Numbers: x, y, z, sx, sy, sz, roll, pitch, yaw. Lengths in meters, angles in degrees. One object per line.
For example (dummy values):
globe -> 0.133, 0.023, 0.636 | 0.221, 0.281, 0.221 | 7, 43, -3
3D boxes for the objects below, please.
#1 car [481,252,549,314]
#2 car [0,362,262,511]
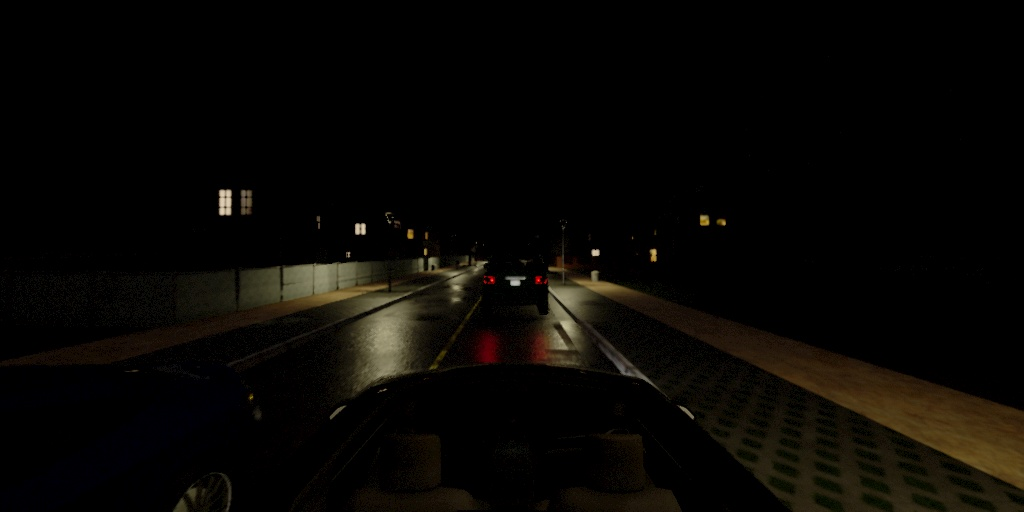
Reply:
car -> 0.096, 0.866, 13.322 | 2.150, 2.045, 5.566 | 0, 1, 0
car -> -2.848, 1.282, 0.951 | 1.812, 1.442, 4.674 | 0, 1, 0
